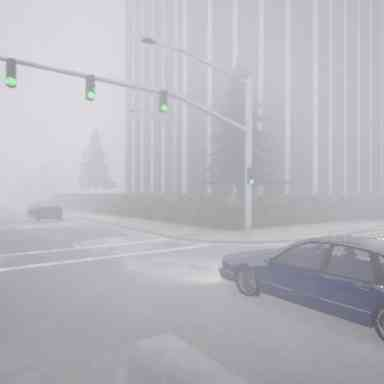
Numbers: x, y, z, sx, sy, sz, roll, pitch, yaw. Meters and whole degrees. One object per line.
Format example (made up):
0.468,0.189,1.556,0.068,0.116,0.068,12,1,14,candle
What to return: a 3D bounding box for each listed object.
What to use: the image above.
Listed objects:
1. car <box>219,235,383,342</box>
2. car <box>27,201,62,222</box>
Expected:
2.852,1.561,6.315,2.033,1.411,5.357,0,0,-36,car
-12.035,1.512,27.082,1.882,1.535,5.008,0,0,-36,car
